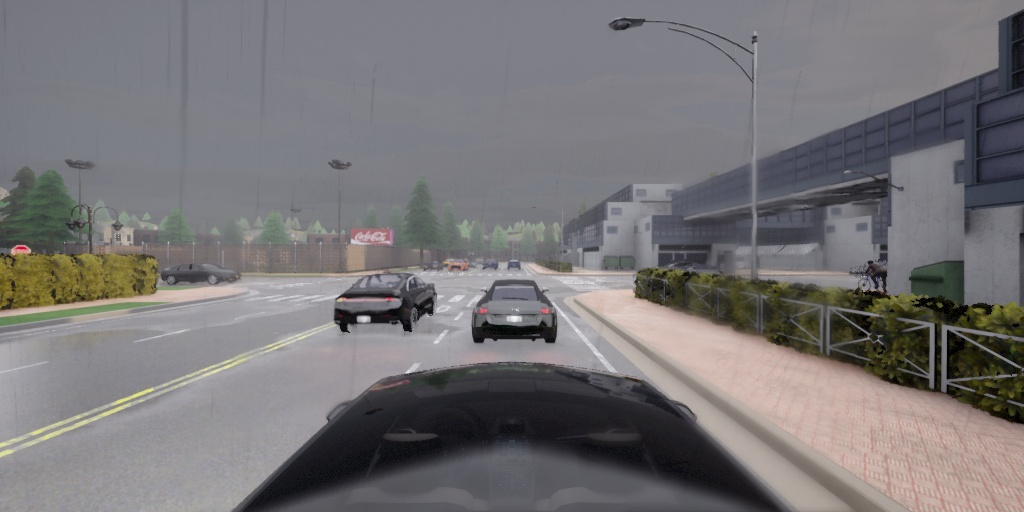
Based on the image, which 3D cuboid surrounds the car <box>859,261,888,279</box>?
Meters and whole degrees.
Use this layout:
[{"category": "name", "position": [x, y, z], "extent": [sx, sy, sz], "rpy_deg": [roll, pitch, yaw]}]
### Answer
[{"category": "car", "position": [32.309, 1.227, 29.628], "extent": [5.008, 1.535, 1.882], "rpy_deg": [0, 0, 0]}]

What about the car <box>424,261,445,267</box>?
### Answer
[{"category": "car", "position": [-10.431, 1.313, 47.785], "extent": [1.994, 1.385, 4.181], "rpy_deg": [0, 0, 1]}]

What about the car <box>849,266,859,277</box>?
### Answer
[{"category": "car", "position": [34.096, 1.241, 33.123], "extent": [4.902, 1.511, 2.128], "rpy_deg": [0, 0, 0]}]

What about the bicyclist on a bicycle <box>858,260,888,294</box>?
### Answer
[{"category": "bicyclist on a bicycle", "position": [18.320, 1.053, 18.167], "extent": [0.582, 1.620, 1.656], "rpy_deg": [0, 0, 0]}]

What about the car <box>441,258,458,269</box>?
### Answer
[{"category": "car", "position": [-10.318, 1.228, 59.256], "extent": [1.882, 1.535, 5.008], "rpy_deg": [0, 1, 1]}]

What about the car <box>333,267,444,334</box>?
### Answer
[{"category": "car", "position": [-3.493, 1.242, 10.693], "extent": [2.128, 1.511, 4.902], "rpy_deg": [0, 0, -2]}]

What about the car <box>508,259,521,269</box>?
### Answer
[{"category": "car", "position": [0.340, 1.227, 56.924], "extent": [1.882, 1.535, 5.008], "rpy_deg": [0, 0, 1]}]

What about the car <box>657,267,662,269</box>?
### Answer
[{"category": "car", "position": [15.439, 1.254, 33.153], "extent": [4.892, 1.490, 1.837], "rpy_deg": [0, 0, 0]}]

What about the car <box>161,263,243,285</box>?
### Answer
[{"category": "car", "position": [-21.835, 1.238, 25.335], "extent": [4.892, 1.490, 1.837], "rpy_deg": [0, 0, 0]}]

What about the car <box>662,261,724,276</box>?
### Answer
[{"category": "car", "position": [15.140, 1.313, 29.654], "extent": [4.181, 1.385, 1.994], "rpy_deg": [0, 0, 0]}]

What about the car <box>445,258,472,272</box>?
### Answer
[{"category": "car", "position": [-6.941, 1.102, 46.641], "extent": [2.097, 1.767, 4.553], "rpy_deg": [0, 0, 1]}]

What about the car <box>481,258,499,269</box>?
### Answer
[{"category": "car", "position": [-3.176, 1.101, 55.063], "extent": [2.097, 1.767, 4.553], "rpy_deg": [0, 0, 1]}]

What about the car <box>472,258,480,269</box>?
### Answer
[{"category": "car", "position": [-6.836, 1.350, 57.905], "extent": [1.895, 1.301, 4.718], "rpy_deg": [0, 0, 1]}]

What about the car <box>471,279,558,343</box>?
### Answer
[{"category": "car", "position": [0.071, 1.314, 9.676], "extent": [1.994, 1.385, 4.181], "rpy_deg": [0, 0, 1]}]
